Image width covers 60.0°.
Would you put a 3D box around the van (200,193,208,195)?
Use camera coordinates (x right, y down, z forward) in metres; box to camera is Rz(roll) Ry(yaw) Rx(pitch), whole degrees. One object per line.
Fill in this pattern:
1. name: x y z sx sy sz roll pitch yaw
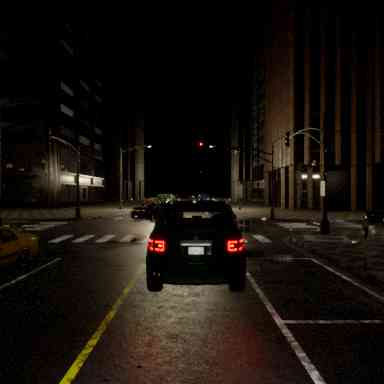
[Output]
1. van: 2.920 1.376 69.229 1.690 1.788 3.998 0 0 0

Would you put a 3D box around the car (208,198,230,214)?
1. car: 2.845 1.453 35.575 1.967 1.590 4.097 0 0 0

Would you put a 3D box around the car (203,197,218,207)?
1. car: 2.882 1.572 52.402 2.008 1.369 4.403 0 0 0

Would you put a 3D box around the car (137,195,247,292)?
1. car: 0.100 1.224 9.083 2.150 2.045 5.566 0 0 0

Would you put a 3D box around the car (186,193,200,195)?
1. car: 0.172 1.566 76.156 2.128 1.511 4.902 0 0 0

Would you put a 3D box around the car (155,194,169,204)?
1. car: -5.617 1.344 63.622 2.192 1.841 5.009 0 0 0

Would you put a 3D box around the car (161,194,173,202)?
1. car: -5.592 1.355 74.841 2.192 1.841 5.009 0 0 0

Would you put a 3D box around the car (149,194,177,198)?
1. car: -2.989 1.235 36.617 2.150 2.045 5.566 0 0 0

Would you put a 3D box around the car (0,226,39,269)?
1. car: -5.741 1.527 8.630 1.752 1.417 4.829 0 0 0

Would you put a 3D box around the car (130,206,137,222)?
1. car: -2.508 1.503 25.226 2.128 1.511 4.902 0 0 36

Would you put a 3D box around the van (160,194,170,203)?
1. van: -5.605 1.375 69.231 1.690 1.788 3.998 0 0 0

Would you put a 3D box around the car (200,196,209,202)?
1. car: 2.945 1.612 80.447 1.947 1.339 4.313 0 0 0

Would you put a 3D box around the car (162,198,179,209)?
1. car: -2.926 1.582 46.489 1.994 1.385 4.181 0 0 1

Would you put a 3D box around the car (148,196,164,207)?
1. car: -5.643 1.462 52.403 1.967 1.590 4.097 0 0 0

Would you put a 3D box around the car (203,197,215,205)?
1. car: 2.895 1.591 58.011 1.947 1.339 4.313 0 0 0

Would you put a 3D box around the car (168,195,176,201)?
1. car: -5.555 1.500 91.669 1.967 1.590 4.097 0 0 0

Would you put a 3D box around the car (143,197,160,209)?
1. car: -5.655 1.458 46.794 1.967 1.590 4.097 0 0 0

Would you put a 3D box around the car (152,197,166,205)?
1. car: -5.631 1.576 58.013 2.008 1.369 4.403 0 0 0

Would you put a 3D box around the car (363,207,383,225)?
1. car: 14.857 1.573 23.826 4.892 1.490 1.837 0 0 0

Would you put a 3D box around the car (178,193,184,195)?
1. car: -2.902 1.376 56.367 2.097 1.767 4.553 0 0 1
